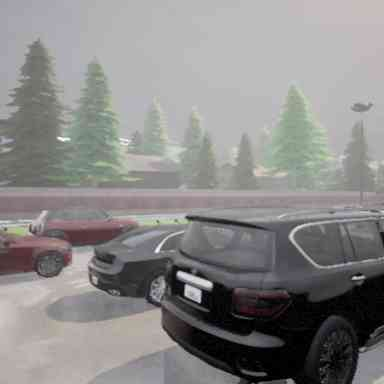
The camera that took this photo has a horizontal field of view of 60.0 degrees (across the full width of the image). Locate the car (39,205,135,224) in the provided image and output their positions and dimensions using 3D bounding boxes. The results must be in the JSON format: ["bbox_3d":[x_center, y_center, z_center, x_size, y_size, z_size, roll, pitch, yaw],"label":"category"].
[{"bbox_3d":[-4.191,1.374,13.656,4.553,1.767,2.097,0,0,-36],"label":"car"}]

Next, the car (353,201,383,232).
[{"bbox_3d":[12.550,1.470,21.301,4.553,1.767,2.097,0,0,-36],"label":"car"}]

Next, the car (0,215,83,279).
[{"bbox_3d":[-5.472,1.527,8.458,4.674,1.442,1.812,0,0,-36],"label":"car"}]

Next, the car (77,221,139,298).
[{"bbox_3d":[0.034,1.529,8.070,4.892,1.490,1.837,0,0,-36],"label":"car"}]

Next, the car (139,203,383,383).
[{"bbox_3d":[2.192,1.247,5.312,5.566,2.045,2.150,0,0,-36],"label":"car"}]

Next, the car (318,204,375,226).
[{"bbox_3d":[11.644,1.651,24.974,4.674,1.442,1.812,0,0,-36],"label":"car"}]
